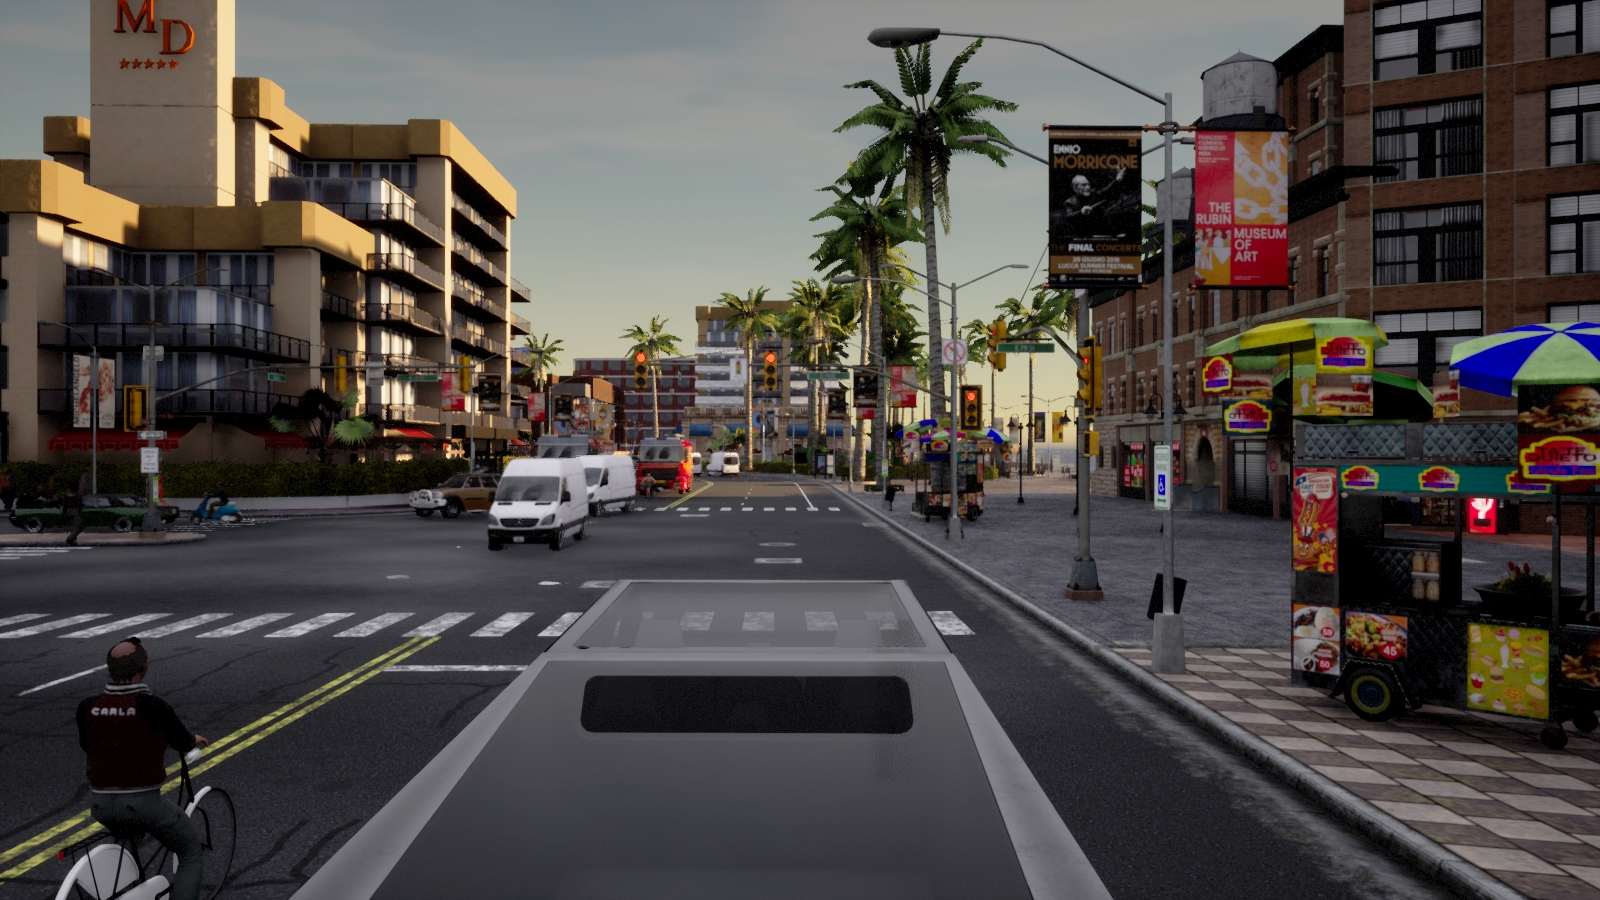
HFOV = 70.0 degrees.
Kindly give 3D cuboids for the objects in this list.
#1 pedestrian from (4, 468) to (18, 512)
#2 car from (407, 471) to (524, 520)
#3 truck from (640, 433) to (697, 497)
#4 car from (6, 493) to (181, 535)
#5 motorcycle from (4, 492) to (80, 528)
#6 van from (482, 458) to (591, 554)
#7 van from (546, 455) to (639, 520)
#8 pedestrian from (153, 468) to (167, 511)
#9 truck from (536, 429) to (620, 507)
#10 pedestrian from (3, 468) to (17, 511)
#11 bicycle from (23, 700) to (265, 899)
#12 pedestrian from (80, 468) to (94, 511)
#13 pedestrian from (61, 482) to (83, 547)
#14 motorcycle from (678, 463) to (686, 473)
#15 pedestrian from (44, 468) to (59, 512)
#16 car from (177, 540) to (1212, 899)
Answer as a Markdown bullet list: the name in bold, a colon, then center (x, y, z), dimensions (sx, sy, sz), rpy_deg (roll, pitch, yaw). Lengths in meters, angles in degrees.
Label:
- **pedestrian**: center (-33.621, 1.696, 48.685), dimensions (0.375, 1.860, 0.375), rpy_deg (0, 0, -4)
- **car**: center (-13.988, 1.863, 48.008), dimensions (1.932, 1.855, 4.605), rpy_deg (0, 0, 33)
- **truck**: center (-8.284, 0.890, 73.031), dimensions (2.891, 3.827, 8.468), rpy_deg (0, 0, -1)
- **car**: center (-23.876, 2.155, 38.759), dimensions (4.718, 1.301, 1.895), rpy_deg (0, 0, -3)
- **motorcycle**: center (-27.956, 2.205, 42.140), dimensions (2.209, 1.251, 0.867), rpy_deg (0, 0, -3)
- **van**: center (-7.653, 1.534, 33.783), dimensions (1.988, 2.561, 5.915), rpy_deg (0, 0, -1)
- **van**: center (-8.890, 1.534, 49.502), dimensions (1.988, 2.561, 5.915), rpy_deg (1, 0, 10)
- **pedestrian**: center (-27.729, 1.696, 49.494), dimensions (0.375, 1.860, 0.375), rpy_deg (0, 0, -2)
- **truck**: center (-11.498, 0.890, 60.014), dimensions (2.891, 3.827, 8.468), rpy_deg (0, 0, -1)
- **pedestrian**: center (-34.093, 1.696, 49.283), dimensions (0.375, 1.860, 0.375), rpy_deg (0, 0, -8)
- **bicycle**: center (-3.625, 2.210, 6.485), dimensions (0.329, 1.171, 1.835), rpy_deg (0, 0, 0)
- **pedestrian**: center (-30.813, 1.696, 49.382), dimensions (0.375, 1.860, 0.375), rpy_deg (0, 0, -2)
- **pedestrian**: center (-20.938, 1.849, 32.876), dimensions (0.375, 1.860, 0.375), rpy_deg (0, 0, 6)
- **motorcycle**: center (-14.215, 2.182, 137.647), dimensions (0.856, 1.236, 1.805), rpy_deg (0, 0, -1)
- **pedestrian**: center (-31.999, 1.698, 48.848), dimensions (0.375, 1.860, 0.375), rpy_deg (0, 0, -5)
- **car**: center (-0.214, 1.754, 5.773), dimensions (2.390, 2.098, 6.274), rpy_deg (0, 0, 1)
